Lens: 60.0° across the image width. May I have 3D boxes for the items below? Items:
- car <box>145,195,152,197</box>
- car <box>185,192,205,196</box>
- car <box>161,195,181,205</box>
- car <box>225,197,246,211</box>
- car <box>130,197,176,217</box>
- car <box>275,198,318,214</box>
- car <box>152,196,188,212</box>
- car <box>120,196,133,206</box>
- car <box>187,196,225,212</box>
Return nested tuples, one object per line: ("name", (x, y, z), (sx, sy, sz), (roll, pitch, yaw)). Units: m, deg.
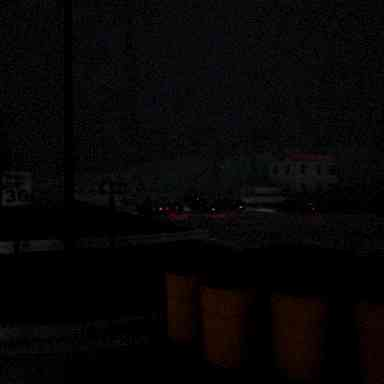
("car", (-6.899, 1.297, 53.904), (1.882, 1.535, 5.008), (0, 0, -25))
("car", (0.353, 1.015, 54.843), (2.150, 2.045, 5.566), (0, 0, -25))
("car", (-3.529, 1.331, 54.953), (1.812, 1.442, 4.674), (0, 0, -25))
("car", (4.224, 1.349, 37.945), (1.837, 1.490, 4.892), (0, 0, -25))
("car", (-3.622, 1.446, 29.843), (2.033, 1.411, 5.357), (0, 0, -25))
("car", (10.280, 1.336, 33.101), (2.128, 1.511, 4.902), (0, 0, -25))
("car", (-2.442, 1.399, 35.693), (1.812, 1.442, 4.674), (0, 0, -25))
("car", (-9.903, 1.361, 52.058), (1.812, 1.442, 4.674), (0, 0, -25))
("car", (1.261, 1.462, 36.010), (1.895, 1.301, 4.718), (0, 0, -25))
